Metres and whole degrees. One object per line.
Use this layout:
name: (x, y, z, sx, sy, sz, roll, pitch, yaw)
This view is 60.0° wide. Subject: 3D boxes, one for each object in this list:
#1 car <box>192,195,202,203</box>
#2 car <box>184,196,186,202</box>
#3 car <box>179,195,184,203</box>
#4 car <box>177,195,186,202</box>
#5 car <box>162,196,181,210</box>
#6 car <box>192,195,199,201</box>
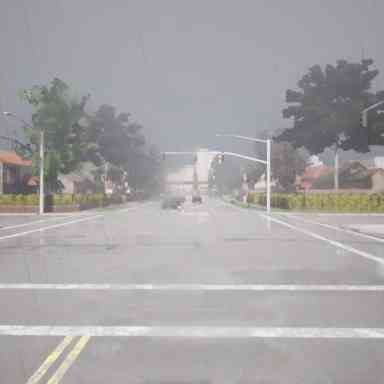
car: (1.000, 1.498, 67.425, 1.837, 1.490, 4.892, 0, 0, 0)
car: (-2.627, 1.541, 66.679, 2.033, 1.411, 5.357, 0, 0, 1)
car: (-2.770, 1.500, 53.700, 1.837, 1.490, 4.892, 0, 0, 1)
car: (-2.521, 1.468, 78.944, 1.882, 1.535, 5.008, 0, 0, 0)
car: (-2.852, 1.543, 43.438, 2.033, 1.411, 5.357, 0, 0, 0)
car: (1.051, 1.506, 89.523, 1.812, 1.442, 4.674, 0, 0, 0)
